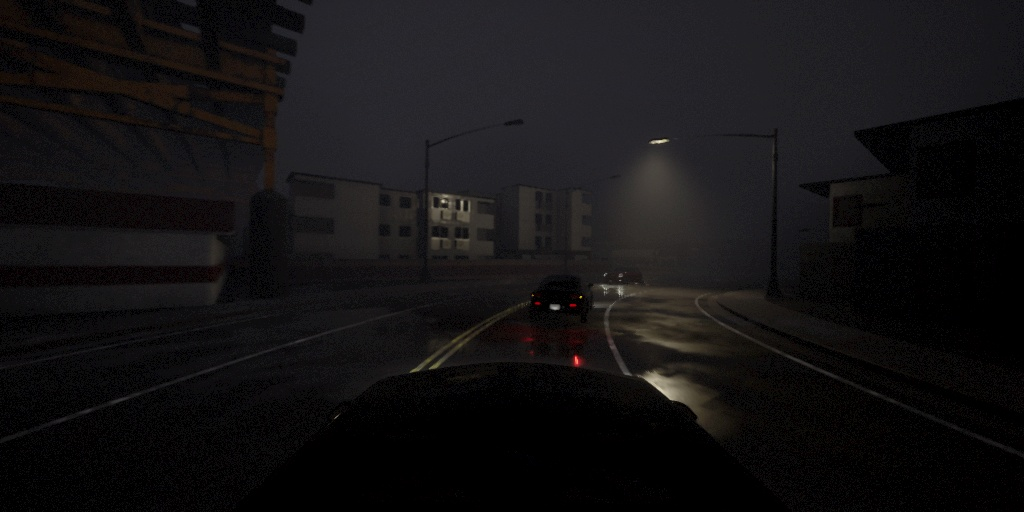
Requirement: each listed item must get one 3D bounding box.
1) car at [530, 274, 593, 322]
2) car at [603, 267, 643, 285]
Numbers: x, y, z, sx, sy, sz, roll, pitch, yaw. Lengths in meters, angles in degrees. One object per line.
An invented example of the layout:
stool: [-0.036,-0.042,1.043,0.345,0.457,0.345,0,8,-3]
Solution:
car: [1.845,1.360,12.711,1.812,1.442,4.674,1,-1,15]
car: [10.636,1.788,34.259,4.553,1.767,2.097,2,-1,-44]
